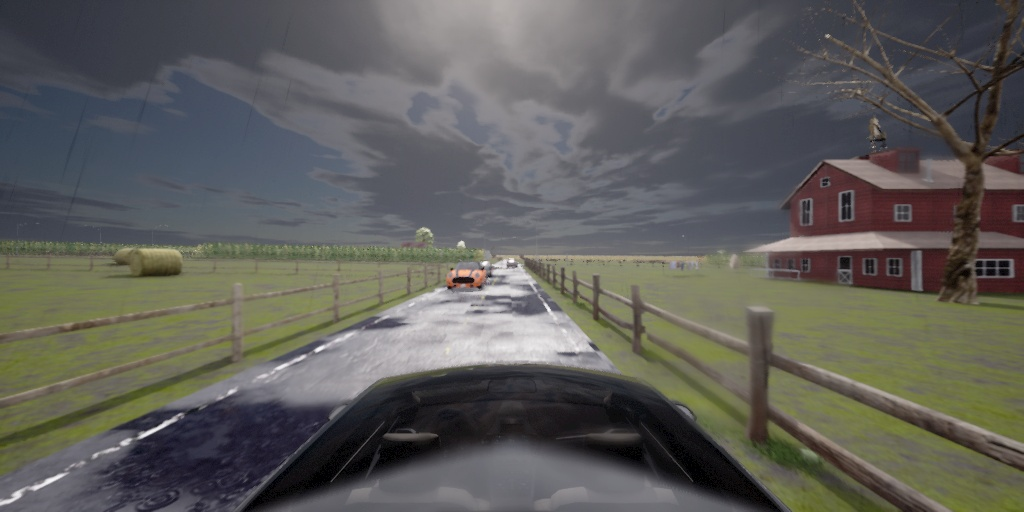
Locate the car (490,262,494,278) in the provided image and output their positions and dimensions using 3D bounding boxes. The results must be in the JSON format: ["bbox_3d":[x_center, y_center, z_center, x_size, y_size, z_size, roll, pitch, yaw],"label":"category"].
[{"bbox_3d":[-2.778,1.248,34.245,2.128,1.511,4.902,0,0,1],"label":"car"}]

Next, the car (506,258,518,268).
[{"bbox_3d":[0.011,1.313,60.379,2.033,1.411,5.357,0,0,0],"label":"car"}]

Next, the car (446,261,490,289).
[{"bbox_3d":[-2.772,1.104,22.703,2.097,1.767,4.553,0,0,0],"label":"car"}]
